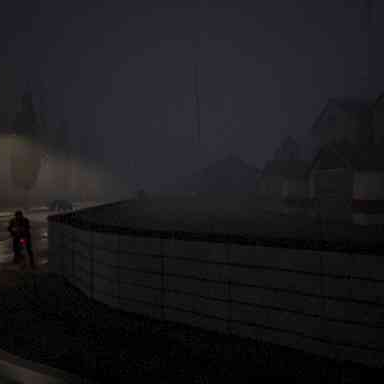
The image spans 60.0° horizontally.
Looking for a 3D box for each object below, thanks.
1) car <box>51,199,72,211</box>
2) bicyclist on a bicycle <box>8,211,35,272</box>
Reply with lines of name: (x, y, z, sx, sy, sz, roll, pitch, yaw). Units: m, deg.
car: (-17.269, 1.740, 44.136, 1.837, 1.490, 4.892, 0, -2, -7)
bicyclist on a bicycle: (-4.871, 1.360, 9.425, 0.582, 1.620, 1.656, 0, 0, -35)
